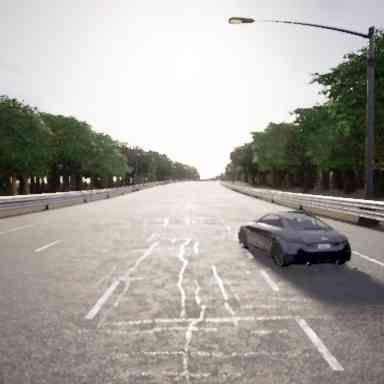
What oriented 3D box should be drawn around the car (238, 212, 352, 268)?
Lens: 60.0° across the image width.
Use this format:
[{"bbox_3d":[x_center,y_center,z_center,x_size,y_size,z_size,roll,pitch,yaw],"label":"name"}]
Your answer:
[{"bbox_3d":[2.945,1.302,10.388,1.994,1.385,4.181,0,1,-11],"label":"car"}]
